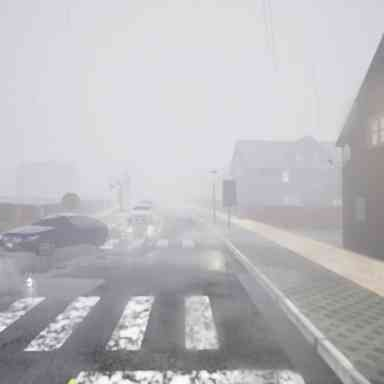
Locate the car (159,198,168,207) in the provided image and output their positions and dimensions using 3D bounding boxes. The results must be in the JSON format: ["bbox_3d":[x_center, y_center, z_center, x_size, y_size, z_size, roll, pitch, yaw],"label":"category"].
[{"bbox_3d":[-5.858,1.857,63.046,2.097,1.767,4.553,0,-1,-11],"label":"car"}]

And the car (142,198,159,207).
[{"bbox_3d":[-5.228,1.666,39.289,2.097,1.767,4.553,0,0,-7],"label":"car"}]

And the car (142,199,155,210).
[{"bbox_3d":[-6.754,1.907,51.280,1.837,1.490,4.892,0,1,-8],"label":"car"}]

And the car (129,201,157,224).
[{"bbox_3d":[-4.010,1.743,26.864,1.812,1.442,4.674,0,0,-5],"label":"car"}]

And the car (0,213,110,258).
[{"bbox_3d":[-5.271,1.615,13.507,1.812,1.442,4.674,1,-1,24],"label":"car"}]
